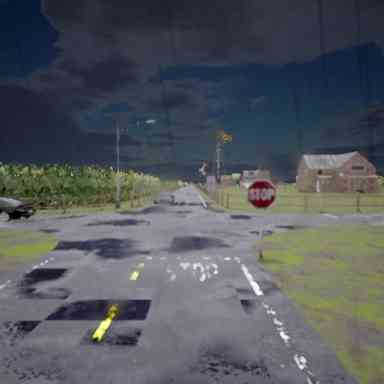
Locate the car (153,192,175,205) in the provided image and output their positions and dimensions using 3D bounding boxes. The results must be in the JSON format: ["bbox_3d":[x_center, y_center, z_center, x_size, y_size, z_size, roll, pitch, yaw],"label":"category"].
[{"bbox_3d":[-2.779,0.667,34.379,1.994,1.385,4.181,0,2,0],"label":"car"}]

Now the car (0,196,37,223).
[{"bbox_3d":[-12.071,1.032,20.319,5.008,1.535,1.882,0,5,10],"label":"car"}]
